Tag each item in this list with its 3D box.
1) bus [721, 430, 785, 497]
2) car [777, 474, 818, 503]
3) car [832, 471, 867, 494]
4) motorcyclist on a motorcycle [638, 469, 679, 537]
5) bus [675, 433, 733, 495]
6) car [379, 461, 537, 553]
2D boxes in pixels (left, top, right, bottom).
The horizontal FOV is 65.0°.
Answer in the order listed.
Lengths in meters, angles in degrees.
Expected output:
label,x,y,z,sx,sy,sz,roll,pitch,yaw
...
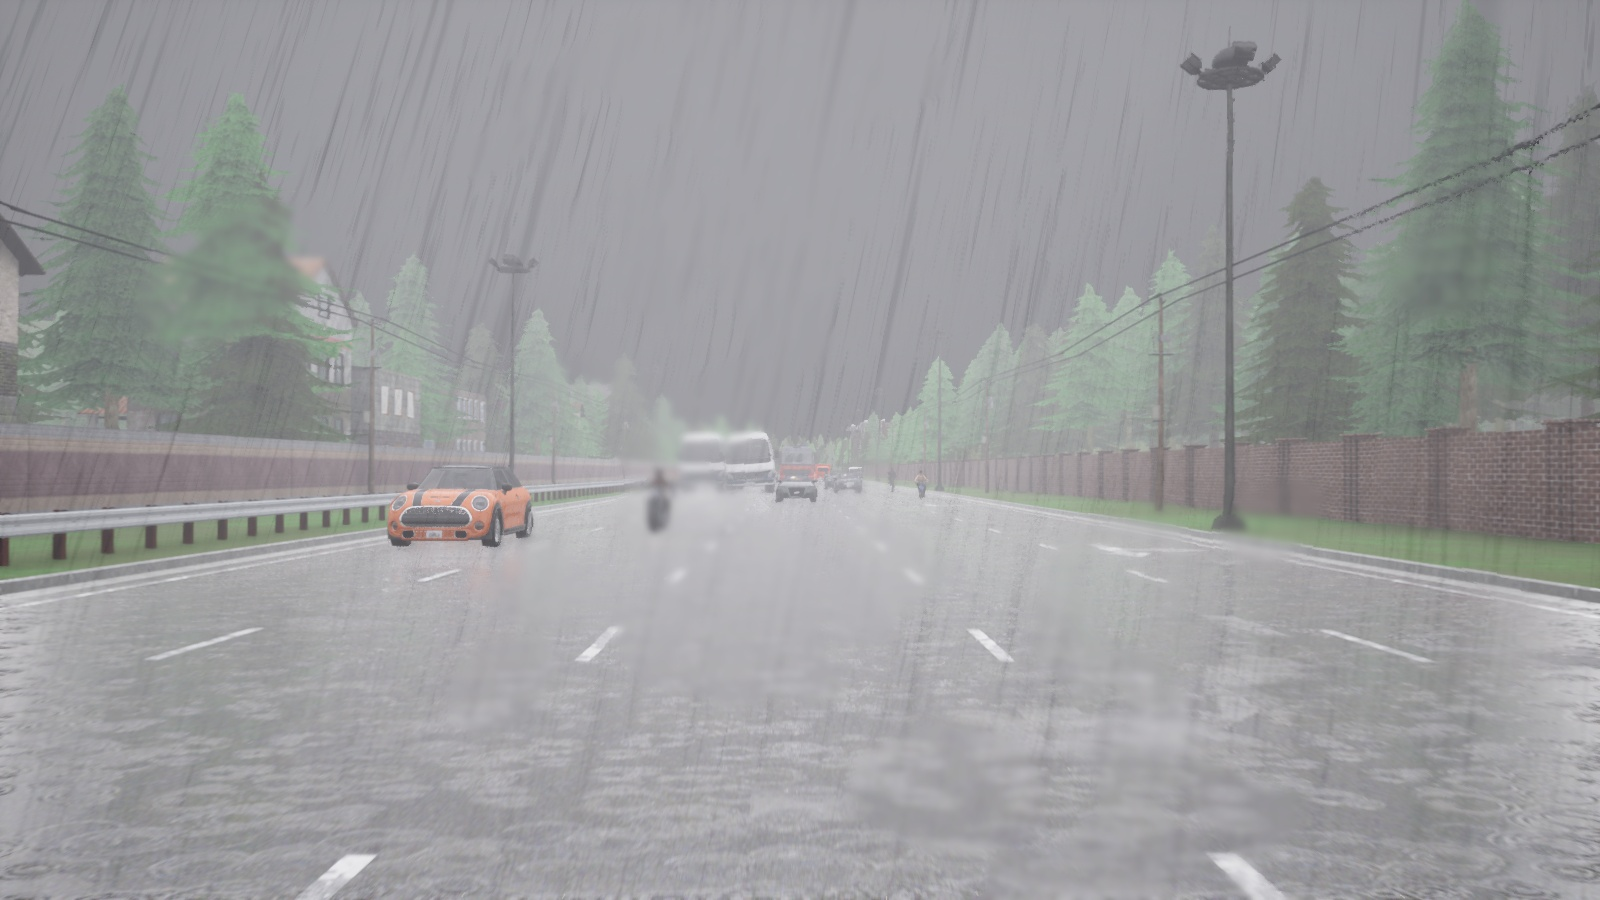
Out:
label,x,y,z,sx,sy,sz,roll,pitch,yaw
bus,-3.284,1.010,91.325,3.944,4.253,10.273,-6,-1,-1
car,-0.148,1.924,63.130,1.994,1.385,4.181,0,-1,0
car,3.302,2.156,84.397,2.128,1.511,4.902,0,-1,0
motorcyclist on a motorcycle,-3.575,1.305,31.858,0.766,1.649,2.350,0,-1,0
bus,-7.055,1.007,93.297,3.944,4.253,10.273,-1,0,-3
car,-7.062,1.137,26.477,2.097,1.767,4.553,0,-1,0
